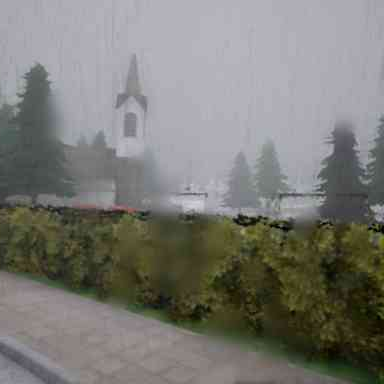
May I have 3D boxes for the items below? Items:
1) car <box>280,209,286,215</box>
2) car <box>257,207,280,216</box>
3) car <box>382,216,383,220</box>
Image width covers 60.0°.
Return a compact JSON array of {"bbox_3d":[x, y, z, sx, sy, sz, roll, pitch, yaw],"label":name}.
[{"bbox_3d":[19.734,5.023,82.221,5.027,1.636,2.152,0,-3,37],"label":"car"},{"bbox_3d":[17.887,4.884,79.689,4.514,1.523,2.007,0,-3,37],"label":"car"},{"bbox_3d":[38.664,4.919,64.002,3.633,1.501,1.845,0,-3,37],"label":"car"}]
